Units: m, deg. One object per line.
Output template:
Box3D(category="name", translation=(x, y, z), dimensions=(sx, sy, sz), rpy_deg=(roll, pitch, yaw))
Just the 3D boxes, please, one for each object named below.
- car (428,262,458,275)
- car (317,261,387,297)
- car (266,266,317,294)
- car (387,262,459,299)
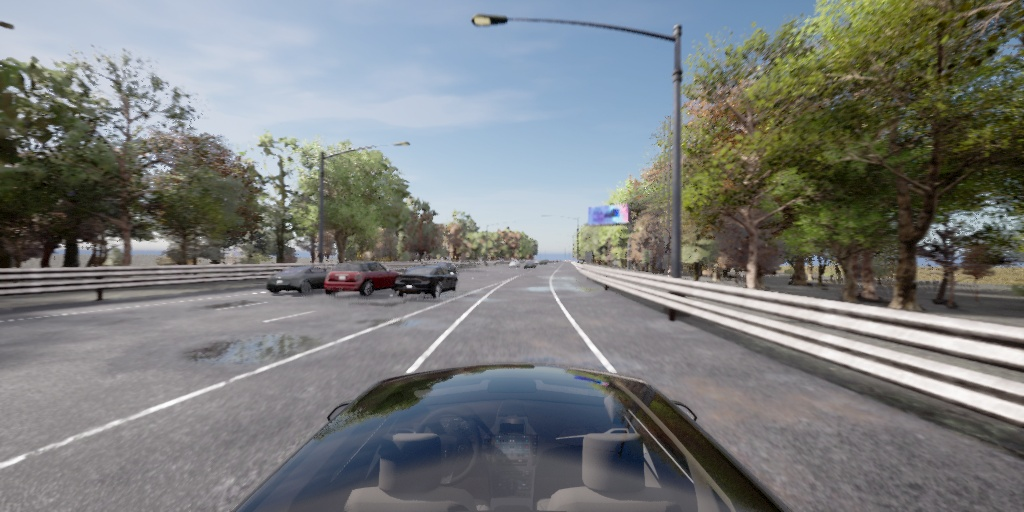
Box3D(category="car", translation=(-7.813, 1.409, 41.025), dimensions=(1.994, 1.385, 4.181), rpy_deg=(1, 0, 9))
Box3D(category="car", translation=(-7.668, 1.069, 18.964), dimensions=(2.097, 1.767, 4.553), rpy_deg=(1, 0, 9))
Box3D(category="car", translation=(-11.114, 1.247, 19.613), dimensions=(1.994, 1.385, 4.181), rpy_deg=(1, 0, 9))
Box3D(category="car", translation=(-4.207, 1.231, 18.440), dimensions=(1.882, 1.535, 5.008), rpy_deg=(0, 0, 9))
